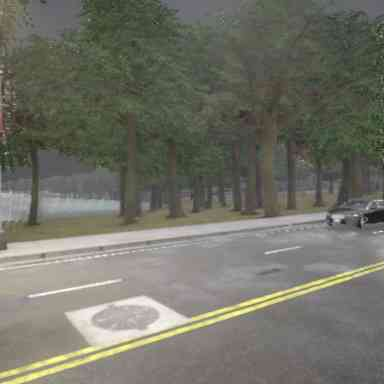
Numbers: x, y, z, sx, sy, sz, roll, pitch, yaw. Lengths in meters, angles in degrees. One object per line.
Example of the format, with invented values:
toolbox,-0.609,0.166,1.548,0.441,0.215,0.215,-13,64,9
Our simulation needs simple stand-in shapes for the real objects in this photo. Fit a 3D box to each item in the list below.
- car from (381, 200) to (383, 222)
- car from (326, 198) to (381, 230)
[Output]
car,11.215,0.984,15.669,4.553,1.767,2.097,-2,1,-35
car,9.374,1.122,18.348,4.902,1.511,2.128,-2,1,-35
